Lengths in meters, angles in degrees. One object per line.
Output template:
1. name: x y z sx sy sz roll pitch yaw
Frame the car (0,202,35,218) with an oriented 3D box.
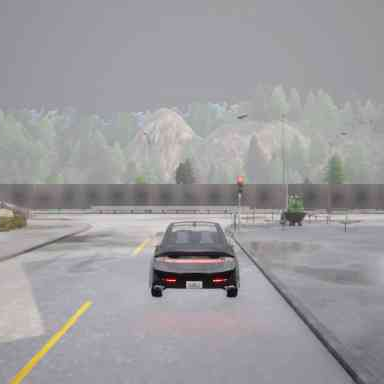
1. car: -15.547 1.526 27.615 4.674 1.442 1.812 0 0 1

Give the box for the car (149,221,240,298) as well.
1. car: 0.064 1.491 8.533 2.128 1.511 4.902 0 0 1
